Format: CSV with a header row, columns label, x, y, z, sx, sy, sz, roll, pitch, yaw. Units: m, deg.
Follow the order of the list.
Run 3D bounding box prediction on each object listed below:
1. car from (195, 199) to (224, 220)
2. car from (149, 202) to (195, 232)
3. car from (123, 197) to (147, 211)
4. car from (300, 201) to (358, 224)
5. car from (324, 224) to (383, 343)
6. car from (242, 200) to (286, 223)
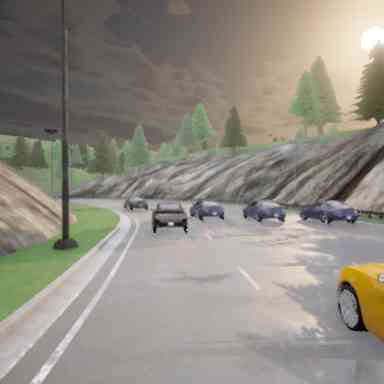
label,x,y,z,sx,sy,sz,roll,pitch,yaw
car,1.078,1.288,25.081,1.812,1.442,4.674,0,1,-12
car,-1.318,1.323,18.665,2.128,1.511,4.902,0,1,-7
car,-6.133,1.217,35.974,1.812,1.442,4.674,0,1,-23
car,8.819,1.287,21.698,1.812,1.442,4.674,0,1,-9
car,3.436,1.428,3.666,1.882,1.535,5.008,0,1,-2
car,4.986,1.287,23.393,1.812,1.442,4.674,0,1,-10
